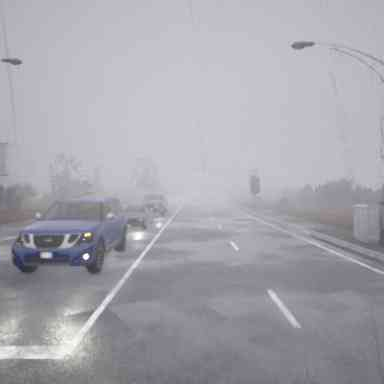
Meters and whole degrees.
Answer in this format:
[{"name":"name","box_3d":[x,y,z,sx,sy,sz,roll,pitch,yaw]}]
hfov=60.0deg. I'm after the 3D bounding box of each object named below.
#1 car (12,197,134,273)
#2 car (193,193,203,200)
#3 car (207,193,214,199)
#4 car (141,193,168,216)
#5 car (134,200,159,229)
[{"name":"car","box_3d":[-3.590,1.202,10.975,2.150,2.045,5.566,0,0,0]},{"name":"car","box_3d":[1.454,1.191,90.903,2.097,1.767,4.553,0,0,4]},{"name":"car","box_3d":[4.951,1.362,90.729,1.812,1.442,4.674,0,0,4]},{"name":"car","box_3d":[-3.562,1.165,32.151,2.150,2.045,5.566,0,0,1]},{"name":"car","box_3d":[-3.580,1.510,21.589,2.033,1.411,5.357,0,0,0]}]
